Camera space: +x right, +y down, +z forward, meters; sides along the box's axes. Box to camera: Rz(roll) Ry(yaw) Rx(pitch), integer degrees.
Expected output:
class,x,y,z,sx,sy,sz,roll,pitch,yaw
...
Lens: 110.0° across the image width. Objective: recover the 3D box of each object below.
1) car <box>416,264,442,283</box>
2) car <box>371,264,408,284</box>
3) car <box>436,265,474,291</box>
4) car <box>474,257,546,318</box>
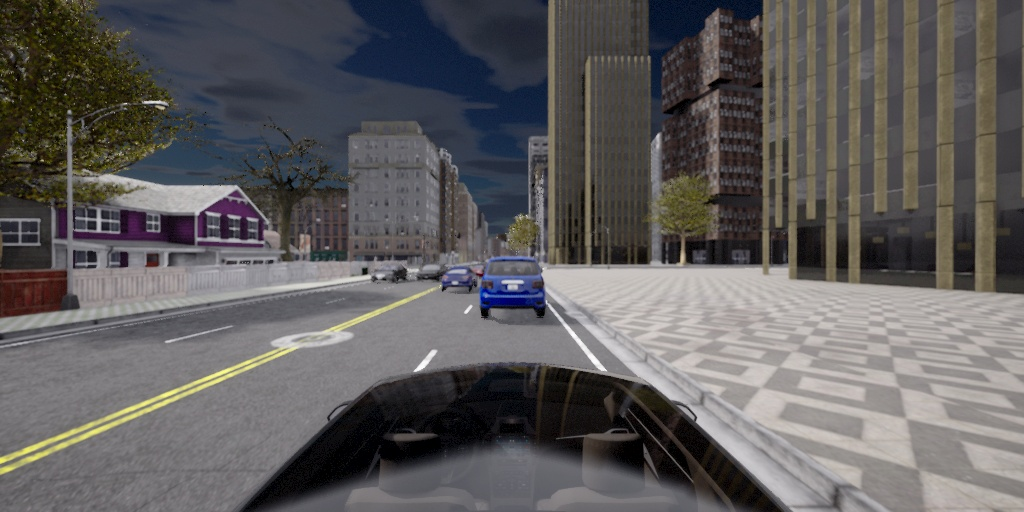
class,x,y,z,sx,sy,sz,roll,pitch,yaw
car,-6.746,1.405,30.668,1.882,1.535,5.008,0,0,0
car,-9.990,1.412,29.560,2.128,1.511,4.902,0,0,0
car,-3.270,1.401,22.792,1.812,1.442,4.674,0,0,0
car,0.023,1.040,13.490,2.150,2.045,5.566,0,0,0
